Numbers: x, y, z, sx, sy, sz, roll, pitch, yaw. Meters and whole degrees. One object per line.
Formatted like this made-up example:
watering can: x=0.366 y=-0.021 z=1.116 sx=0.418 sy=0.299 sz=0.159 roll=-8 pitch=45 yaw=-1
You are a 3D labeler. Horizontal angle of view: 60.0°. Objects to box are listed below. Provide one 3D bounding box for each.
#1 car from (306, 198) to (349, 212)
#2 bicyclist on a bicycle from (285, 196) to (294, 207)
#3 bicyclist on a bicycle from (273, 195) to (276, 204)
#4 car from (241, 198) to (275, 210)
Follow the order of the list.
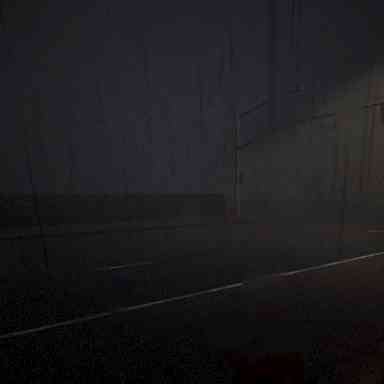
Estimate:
car: x=15.525 y=1.504 z=38.307 sx=1.837 sy=1.490 sz=4.892 roll=0 pitch=0 yaw=-33
bicyclist on a bicycle: x=14.516 y=1.453 z=49.552 sx=1.656 sy=1.620 sz=0.582 roll=0 pitch=0 yaw=-23
bicyclist on a bicycle: x=13.517 y=1.300 z=54.460 sx=0.582 sy=1.620 sz=1.656 roll=0 pitch=0 yaw=21
car: x=8.372 y=1.477 z=42.643 sx=1.882 sy=1.535 sz=5.008 roll=0 pitch=0 yaw=-34
